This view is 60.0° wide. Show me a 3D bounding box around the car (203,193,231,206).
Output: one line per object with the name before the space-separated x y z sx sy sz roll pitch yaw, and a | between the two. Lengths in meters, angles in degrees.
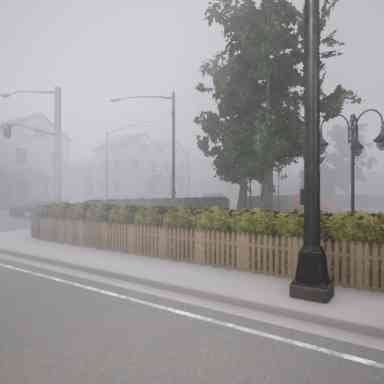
car | 3.515 1.214 48.167 2.150 2.045 5.566 0 0 35

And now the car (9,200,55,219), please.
car | -13.681 1.470 29.789 1.882 1.535 5.008 0 0 35
